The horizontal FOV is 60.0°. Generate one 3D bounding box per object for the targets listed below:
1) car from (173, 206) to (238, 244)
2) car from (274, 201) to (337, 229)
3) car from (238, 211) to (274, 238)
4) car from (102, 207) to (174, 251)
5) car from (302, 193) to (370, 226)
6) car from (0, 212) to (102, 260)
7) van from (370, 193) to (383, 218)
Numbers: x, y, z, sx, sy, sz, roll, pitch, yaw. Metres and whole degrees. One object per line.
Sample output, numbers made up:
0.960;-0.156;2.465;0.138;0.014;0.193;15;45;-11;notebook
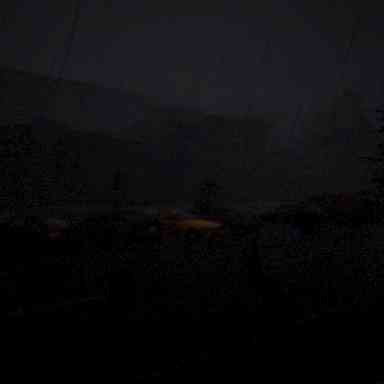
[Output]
-0.808;1.486;15.819;5.366;1.575;1.946;-1;-1;35;car
6.331;1.489;21.111;4.674;1.452;2.002;-1;0;35;car
1.492;1.512;17.635;4.792;1.488;2.163;-1;-1;35;car
-3.423;1.529;14.200;4.792;1.488;2.163;-1;-1;35;car
8.729;1.178;22.860;5.566;2.045;2.435;-1;0;35;car
-5.826;1.536;12.450;4.674;1.452;2.002;-1;-1;35;car
11.286;1.175;24.516;4.442;1.987;1.878;-1;-1;35;van
